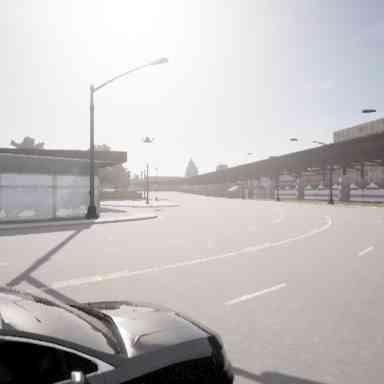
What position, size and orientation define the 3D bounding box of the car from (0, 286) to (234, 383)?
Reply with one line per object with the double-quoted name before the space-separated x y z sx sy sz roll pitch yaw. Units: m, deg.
"car" -1.850 1.503 2.421 4.892 1.490 1.837 0 0 -36
